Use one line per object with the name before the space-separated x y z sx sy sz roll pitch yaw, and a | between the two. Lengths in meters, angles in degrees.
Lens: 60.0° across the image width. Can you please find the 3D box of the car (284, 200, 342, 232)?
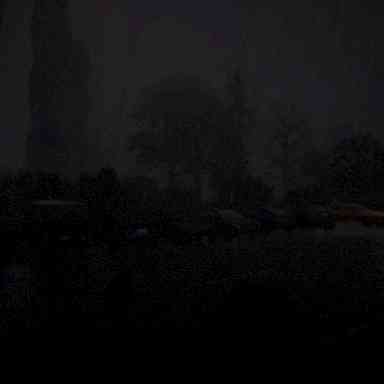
car | 6.306 1.376 20.343 2.185 1.767 4.553 0 0 -32

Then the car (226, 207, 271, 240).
car | 1.603 1.563 17.464 2.002 1.452 4.674 0 0 -32

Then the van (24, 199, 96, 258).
van | -5.479 1.307 13.205 1.878 1.987 4.442 0 0 -32

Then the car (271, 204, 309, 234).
car | 3.946 1.552 18.911 2.002 1.452 4.674 0 0 -32

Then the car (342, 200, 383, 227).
car | 11.065 1.458 23.113 1.946 1.575 5.366 0 0 -32

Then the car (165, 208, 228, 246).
car | -0.724 1.560 15.982 2.163 1.488 4.792 0 0 -32

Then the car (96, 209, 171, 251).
car | -3.094 1.561 14.582 2.163 1.488 4.792 0 0 -32

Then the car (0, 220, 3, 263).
car | -7.853 1.403 11.558 2.185 1.767 4.553 0 0 -32
